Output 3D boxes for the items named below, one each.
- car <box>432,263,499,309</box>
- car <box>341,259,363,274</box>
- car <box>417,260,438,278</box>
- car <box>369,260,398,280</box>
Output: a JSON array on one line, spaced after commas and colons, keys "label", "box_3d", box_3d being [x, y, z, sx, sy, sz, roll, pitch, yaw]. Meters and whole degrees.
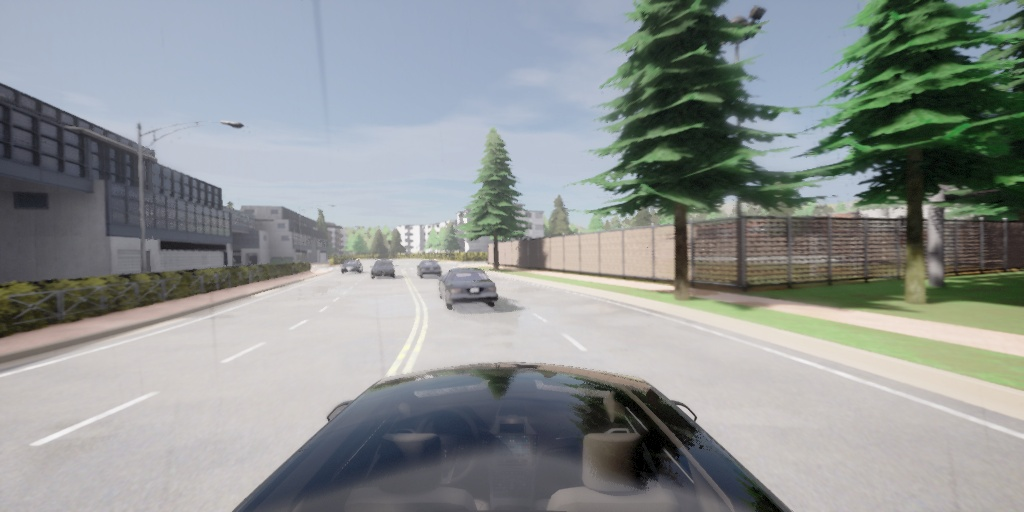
[{"label": "car", "box_3d": [-1.905, 1.178, 14.464, 2.033, 1.411, 5.357, -1, 1, -15]}, {"label": "car", "box_3d": [-17.207, 1.122, 38.727, 2.128, 1.511, 4.902, -1, 1, -18]}, {"label": "car", "box_3d": [-7.155, 1.077, 30.953, 2.033, 1.411, 5.357, -1, 1, -18]}, {"label": "car", "box_3d": [-10.706, 1.115, 29.961, 1.837, 1.490, 4.892, -1, 1, -18]}]
